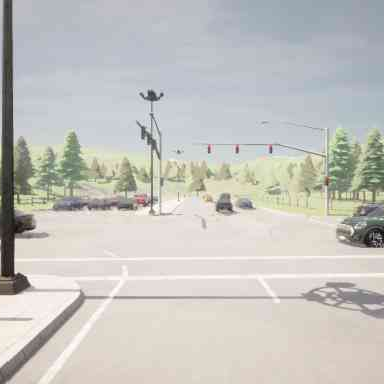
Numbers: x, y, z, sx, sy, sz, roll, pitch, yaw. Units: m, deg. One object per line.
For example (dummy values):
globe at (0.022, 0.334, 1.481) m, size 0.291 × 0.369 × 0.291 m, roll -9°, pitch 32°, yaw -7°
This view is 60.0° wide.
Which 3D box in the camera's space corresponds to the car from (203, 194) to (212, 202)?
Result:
car at (3.676, 1.478, 73.575) m, size 1.882 × 1.535 × 5.008 m, roll 0°, pitch 0°, yaw 1°

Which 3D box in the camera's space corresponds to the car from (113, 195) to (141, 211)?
car at (-8.037, 1.478, 41.734) m, size 1.882 × 1.535 × 5.008 m, roll 0°, pitch 0°, yaw 0°

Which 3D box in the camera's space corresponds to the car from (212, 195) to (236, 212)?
car at (3.628, 1.507, 38.465) m, size 1.837 × 1.490 × 4.892 m, roll 0°, pitch 1°, yaw 0°

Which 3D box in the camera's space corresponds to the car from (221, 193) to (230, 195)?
car at (7.146, 1.225, 71.558) m, size 2.150 × 2.045 × 5.566 m, roll 0°, pitch 0°, yaw 1°

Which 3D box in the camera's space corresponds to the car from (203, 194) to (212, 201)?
car at (3.867, 1.355, 83.996) m, size 2.097 × 1.767 × 4.553 m, roll 0°, pitch 0°, yaw 2°

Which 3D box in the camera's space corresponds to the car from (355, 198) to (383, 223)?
car at (15.043, 1.351, 25.020) m, size 4.553 × 1.767 × 2.097 m, roll 0°, pitch 0°, yaw 3°

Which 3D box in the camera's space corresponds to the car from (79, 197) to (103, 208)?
car at (-15.026, 1.547, 49.824) m, size 2.033 × 1.411 × 5.357 m, roll 0°, pitch 0°, yaw 0°

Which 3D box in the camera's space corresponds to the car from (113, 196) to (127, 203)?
car at (-14.899, 1.499, 69.173) m, size 1.837 × 1.490 × 4.892 m, roll 0°, pitch 0°, yaw 0°

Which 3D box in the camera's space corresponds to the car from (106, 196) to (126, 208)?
car at (-11.523, 1.478, 50.595) m, size 1.882 × 1.535 × 5.008 m, roll 0°, pitch 0°, yaw 0°

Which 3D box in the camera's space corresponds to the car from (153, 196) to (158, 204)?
car at (-7.973, 1.547, 62.007) m, size 2.033 × 1.411 × 5.357 m, roll 0°, pitch 0°, yaw 0°

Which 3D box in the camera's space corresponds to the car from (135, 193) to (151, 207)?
car at (-8.022, 1.221, 51.668) m, size 2.150 × 2.045 × 5.566 m, roll 0°, pitch 0°, yaw 0°

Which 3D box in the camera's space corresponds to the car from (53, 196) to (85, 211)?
car at (-15.044, 1.352, 40.365) m, size 2.097 × 1.767 × 4.553 m, roll 0°, pitch 0°, yaw 0°

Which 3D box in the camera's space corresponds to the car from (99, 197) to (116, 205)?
car at (-14.994, 1.564, 59.062) m, size 1.994 × 1.385 × 4.181 m, roll 0°, pitch 0°, yaw 0°

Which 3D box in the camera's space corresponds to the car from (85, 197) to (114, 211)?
car at (-11.541, 1.564, 41.617) m, size 1.994 × 1.385 × 4.181 m, roll 0°, pitch 0°, yaw 0°

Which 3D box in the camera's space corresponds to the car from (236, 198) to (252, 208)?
car at (7.206, 1.547, 46.789) m, size 2.033 × 1.411 × 5.357 m, roll 0°, pitch 0°, yaw -1°

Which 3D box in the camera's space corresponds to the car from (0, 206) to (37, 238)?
car at (-10.565, 1.477, 16.824) m, size 5.008 × 1.535 × 1.882 m, roll 0°, pitch 0°, yaw -3°

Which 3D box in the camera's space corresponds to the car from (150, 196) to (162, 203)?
car at (-7.870, 1.526, 72.676) m, size 2.033 × 1.411 × 5.357 m, roll 0°, pitch 0°, yaw 0°

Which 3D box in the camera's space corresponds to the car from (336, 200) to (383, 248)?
car at (8.644, 1.352, 14.206) m, size 4.553 × 1.767 × 2.097 m, roll 0°, pitch 0°, yaw -1°
